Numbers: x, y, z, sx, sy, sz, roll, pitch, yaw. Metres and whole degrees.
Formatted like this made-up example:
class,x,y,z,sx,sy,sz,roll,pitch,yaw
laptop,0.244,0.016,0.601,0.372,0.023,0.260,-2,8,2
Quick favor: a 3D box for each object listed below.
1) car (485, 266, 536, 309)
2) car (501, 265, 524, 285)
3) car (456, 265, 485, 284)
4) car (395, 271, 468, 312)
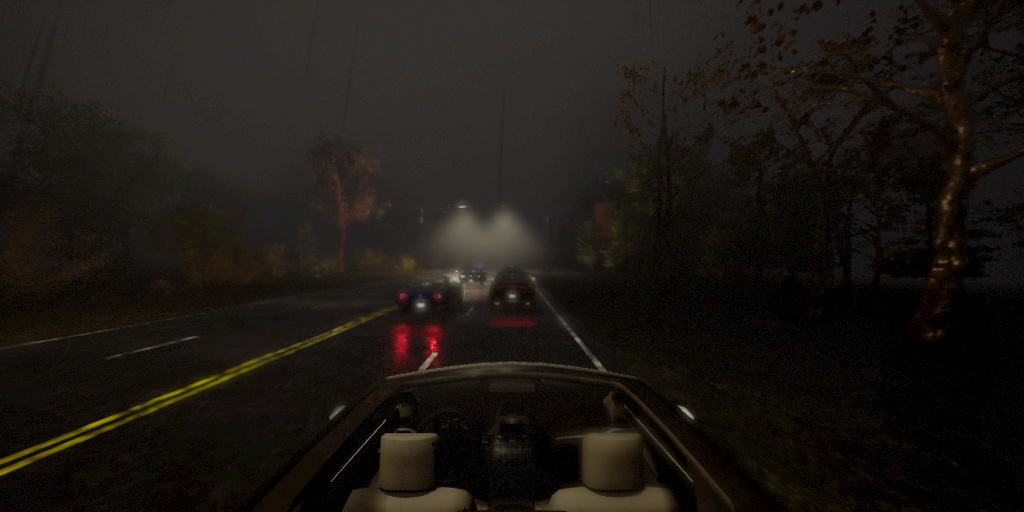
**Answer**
class,x,y,z,sx,sy,sz,roll,pitch,yaw
car,0.044,1.377,15.970,1.882,1.535,5.008,0,0,1
car,0.085,1.550,30.617,1.812,1.442,4.674,-2,0,1
car,-3.159,1.643,29.984,1.895,1.301,4.718,0,-1,1
car,-3.220,1.491,14.982,1.895,1.301,4.718,0,-1,1
